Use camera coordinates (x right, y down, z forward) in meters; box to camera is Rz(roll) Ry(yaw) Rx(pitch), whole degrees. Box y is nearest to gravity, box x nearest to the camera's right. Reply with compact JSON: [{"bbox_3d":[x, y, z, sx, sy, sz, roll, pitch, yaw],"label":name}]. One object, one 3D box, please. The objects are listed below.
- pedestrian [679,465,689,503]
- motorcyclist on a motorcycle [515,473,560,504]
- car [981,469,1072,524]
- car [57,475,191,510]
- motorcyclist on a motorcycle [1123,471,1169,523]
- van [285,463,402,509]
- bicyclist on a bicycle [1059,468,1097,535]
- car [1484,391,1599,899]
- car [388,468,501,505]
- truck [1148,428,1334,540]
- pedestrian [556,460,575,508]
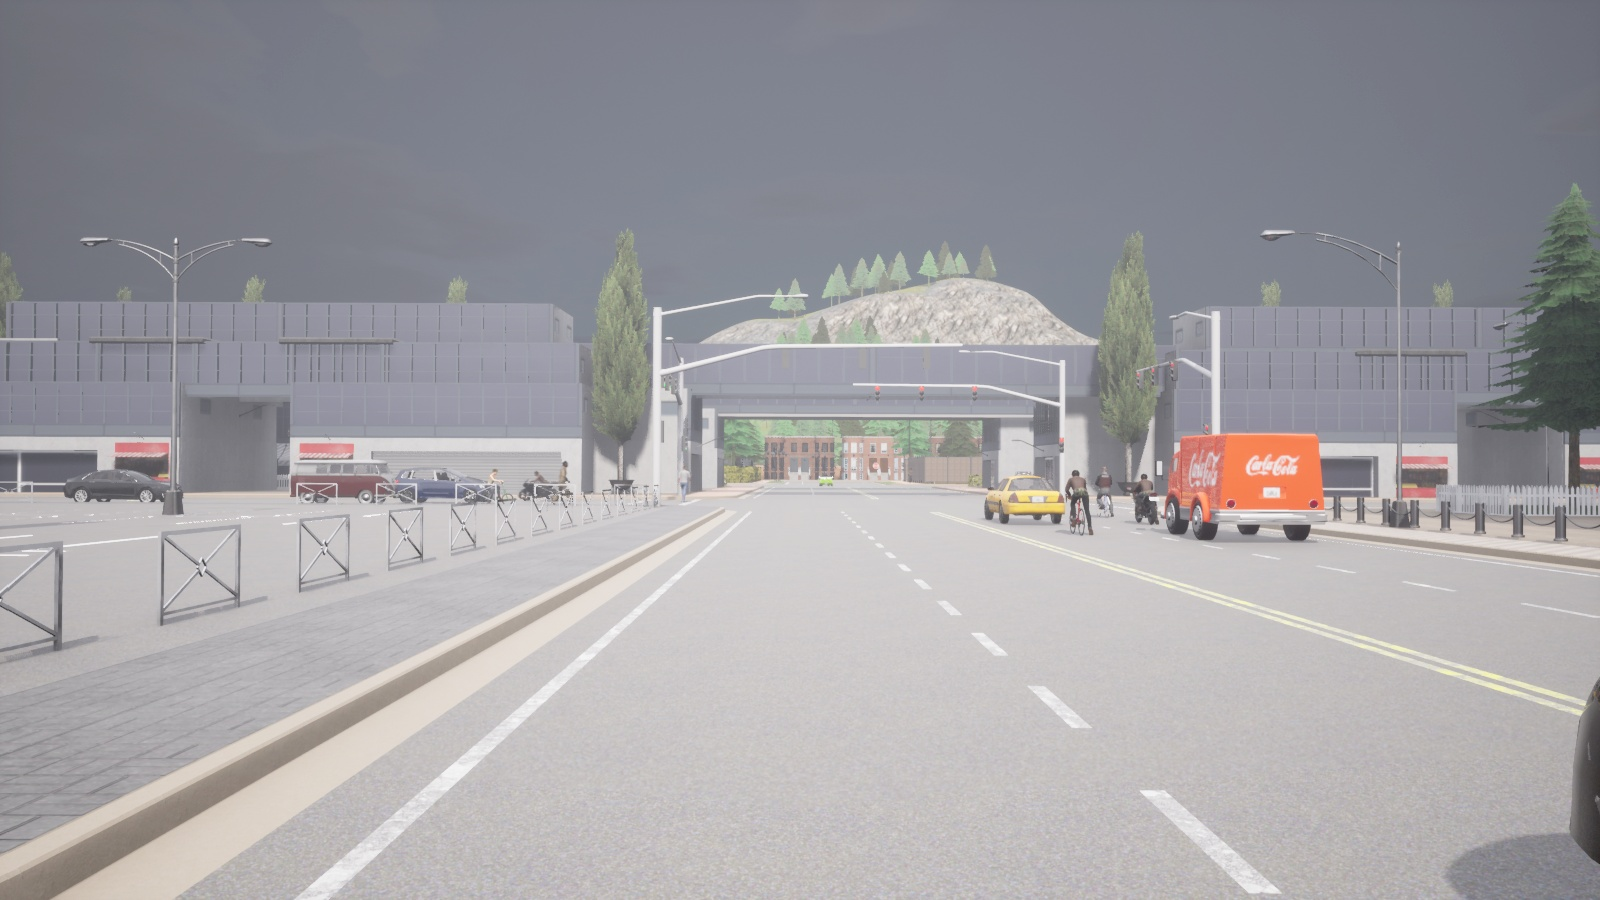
[{"bbox_3d":[-5.659,1.659,61.459,0.354,1.836,0.706,0,-1,6],"label":"pedestrian"},{"bbox_3d":[-12.894,1.882,61.726,2.044,1.523,0.797,0,-1,1],"label":"motorcyclist on a motorcycle"},{"bbox_3d":[6.909,1.376,38.809,1.801,1.575,5.366,0,-1,0],"label":"car"},{"bbox_3d":[-29.634,1.861,55.121,4.892,1.490,1.837,0,-1,2],"label":"car"},{"bbox_3d":[10.410,1.389,37.836,0.797,1.523,2.044,0,-1,0],"label":"motorcyclist on a motorcycle"},{"bbox_3d":[-19.907,1.566,54.868,4.442,1.987,1.775,0,-1,1],"label":"van"},{"bbox_3d":[6.926,1.265,31.345,0.582,1.620,1.656,0,-1,0],"label":"bicyclist on a bicycle"},{"bbox_3d":[3.494,0.611,1.896,2.152,1.651,5.027,0,-1,0],"label":"car"},{"bbox_3d":[-16.446,1.701,58.287,4.611,1.667,2.242,0,-1,1],"label":"car"},{"bbox_3d":[10.424,0.793,30.231,2.627,2.467,5.204,0,-1,0],"label":"truck"},{"bbox_3d":[-9.451,1.358,50.562,0.692,1.930,0.396,0,-1,0],"label":"pedestrian"}]
